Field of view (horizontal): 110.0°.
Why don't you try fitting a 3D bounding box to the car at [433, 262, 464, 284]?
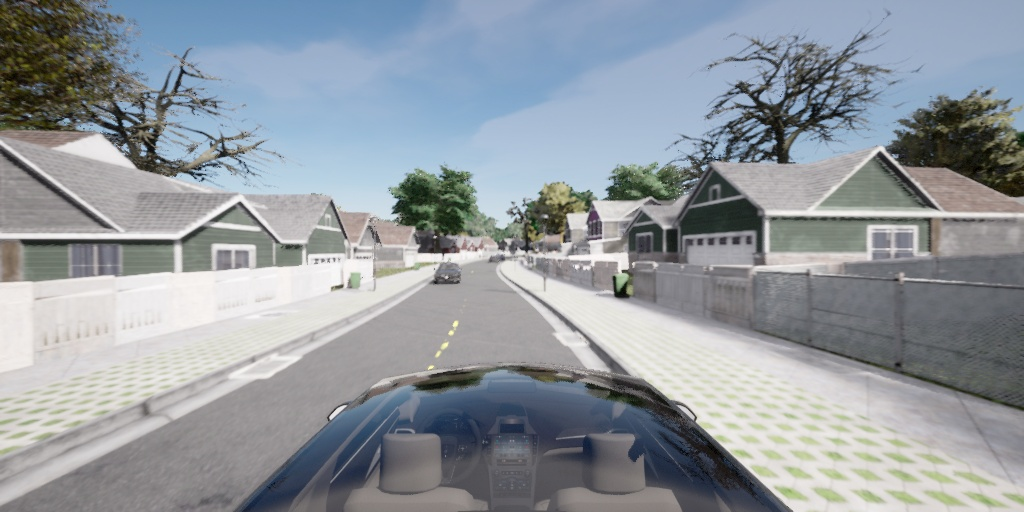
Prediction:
[{"bbox_3d":[-4.660,1.222,26.447,1.837,1.490,4.892,0,0,-6],"label":"car"}]
